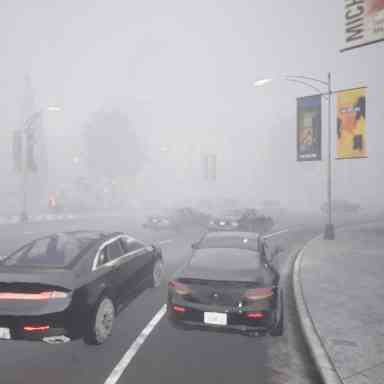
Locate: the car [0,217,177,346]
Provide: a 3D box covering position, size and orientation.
[{"bbox_3d":[-1.930,1.493,6.428,2.128,1.511,4.902,0,0,10],"label":"car"}]

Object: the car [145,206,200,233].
[{"bbox_3d":[-0.575,1.550,19.401,2.033,1.411,5.357,0,0,32],"label":"car"}]

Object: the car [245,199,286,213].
[{"bbox_3d":[8.383,1.529,37.799,4.674,1.442,1.812,0,0,-32],"label":"car"}]

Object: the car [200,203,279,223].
[{"bbox_3d":[2.759,1.550,17.974,2.033,1.411,5.357,0,0,31],"label":"car"}]

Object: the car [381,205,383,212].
[{"bbox_3d":[21.021,1.461,32.908,5.366,1.575,1.801,0,0,-29],"label":"car"}]

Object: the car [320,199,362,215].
[{"bbox_3d":[15.044,1.495,33.403,4.902,1.511,2.128,0,0,-31],"label":"car"}]

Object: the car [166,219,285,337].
[{"bbox_3d":[0.846,1.526,6.691,1.812,1.442,4.674,0,0,13],"label":"car"}]

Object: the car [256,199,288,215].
[{"bbox_3d":[7.284,1.604,32.853,4.718,1.301,1.895,0,0,-35],"label":"car"}]
